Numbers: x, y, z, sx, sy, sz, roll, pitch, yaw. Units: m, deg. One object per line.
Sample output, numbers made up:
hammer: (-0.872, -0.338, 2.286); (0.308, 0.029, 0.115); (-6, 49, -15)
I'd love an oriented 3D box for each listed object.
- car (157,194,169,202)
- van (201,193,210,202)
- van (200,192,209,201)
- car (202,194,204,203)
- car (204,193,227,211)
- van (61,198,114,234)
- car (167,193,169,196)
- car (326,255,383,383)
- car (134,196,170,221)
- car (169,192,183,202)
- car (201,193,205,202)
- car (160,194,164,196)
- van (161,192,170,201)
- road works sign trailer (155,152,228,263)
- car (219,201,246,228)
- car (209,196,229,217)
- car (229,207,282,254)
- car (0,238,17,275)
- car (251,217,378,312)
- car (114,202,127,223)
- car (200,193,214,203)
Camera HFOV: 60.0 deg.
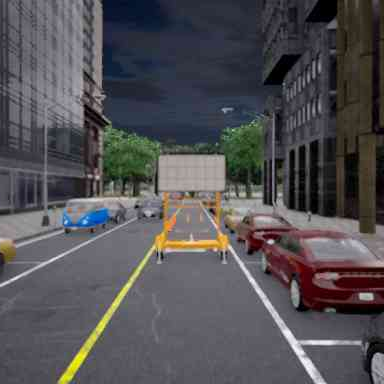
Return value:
car: (-5.786, 1.134, 67.308); (1.967, 1.590, 4.097); (0, 0, 0)
van: (2.739, 1.035, 67.311); (1.690, 1.788, 3.998); (0, 0, 0)
van: (2.737, 1.012, 72.748); (1.690, 1.788, 3.998); (0, 0, 0)
car: (2.746, 1.311, 45.731); (1.752, 1.417, 4.829); (0, 0, 0)
car: (2.750, 1.150, 34.685); (2.192, 1.841, 5.009); (0, 0, 0)
van: (-5.770, 1.252, 18.370); (1.690, 1.788, 3.998); (0, 0, 0)
car: (-5.784, 1.242, 61.701); (1.752, 1.417, 4.829); (0, 0, 0)
car: (2.761, 1.540, 2.061); (2.008, 1.369, 4.403); (0, 0, 0)
car: (-3.107, 1.366, 26.286); (2.128, 1.511, 4.902); (0, 0, 0)
car: (-3.026, 0.920, 66.829); (2.150, 2.045, 5.566); (0, 1, 0)
car: (2.744, 1.307, 50.999); (1.887, 1.381, 4.507); (0, 0, 0)
car: (-5.781, 1.289, 50.826); (1.752, 1.417, 4.829); (0, 0, 0)
van: (-5.788, 1.012, 72.746); (1.690, 1.788, 3.998); (0, 0, 0)
road works sign trailer: (-0.004, 0.408, 11.635); (2.380, 3.560, 2.880); (0, 0, 0)
car: (2.755, 1.436, 18.544); (1.752, 1.417, 4.829); (0, 0, 0)
car: (2.752, 1.385, 29.419); (1.752, 1.417, 4.829); (0, 0, 0)
car: (2.757, 1.482, 12.937); (1.887, 1.381, 4.507); (0, 0, 0)
car: (-5.766, 1.489, 7.326); (1.752, 1.417, 4.829); (0, 0, 0)
car: (2.759, 1.508, 7.499); (1.887, 1.381, 4.507); (0, 0, 0)
car: (-5.772, 1.436, 23.809); (2.008, 1.369, 4.403); (0, 0, 0)
car: (2.740, 1.031, 61.873); (2.192, 1.841, 5.009); (0, 0, 0)
